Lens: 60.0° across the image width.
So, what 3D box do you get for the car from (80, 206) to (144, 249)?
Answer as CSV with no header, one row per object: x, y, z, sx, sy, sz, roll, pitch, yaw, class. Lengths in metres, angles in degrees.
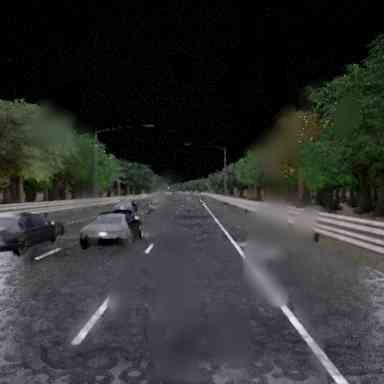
-3.321,1.541,14.431,1.994,1.385,4.181,0,0,0,car

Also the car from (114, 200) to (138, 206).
-6.702,1.495,33.994,1.994,1.385,4.181,0,0,0,car

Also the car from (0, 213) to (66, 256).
-6.829,1.525,13.053,2.033,1.411,5.357,0,0,0,car

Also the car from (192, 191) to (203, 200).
1.757,1.099,89.426,2.097,1.767,4.553,0,0,0,car

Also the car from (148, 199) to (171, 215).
-3.206,1.425,33.336,2.128,1.511,4.902,0,0,0,car
